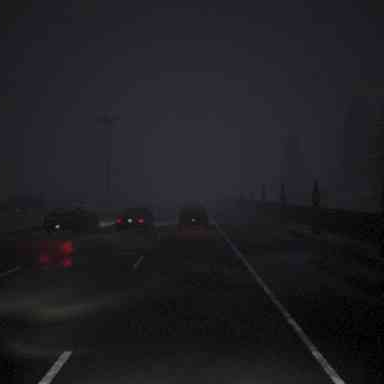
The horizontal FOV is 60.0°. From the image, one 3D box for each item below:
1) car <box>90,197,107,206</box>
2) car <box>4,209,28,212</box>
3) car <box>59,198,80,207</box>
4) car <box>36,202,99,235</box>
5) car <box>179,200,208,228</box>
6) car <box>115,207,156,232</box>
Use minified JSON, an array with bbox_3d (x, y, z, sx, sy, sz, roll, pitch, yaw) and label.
[{"bbox_3d":[-17.524,1.761,62.531,1.882,1.535,5.008,0,0,0],"label":"car"},{"bbox_3d":[-14.103,1.349,27.435,2.150,2.045,5.566,0,-1,0],"label":"car"},{"bbox_3d":[-21.039,1.762,57.451,1.837,1.490,4.892,0,0,1],"label":"car"},{"bbox_3d":[-6.903,1.581,19.523,2.128,1.511,4.902,0,0,0],"label":"car"},{"bbox_3d":[0.098,1.582,22.924,1.882,1.535,5.008,0,0,0],"label":"car"},{"bbox_3d":[-3.403,1.642,20.746,2.033,1.411,5.357,0,0,0],"label":"car"}]
